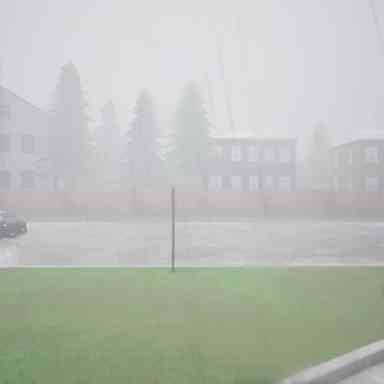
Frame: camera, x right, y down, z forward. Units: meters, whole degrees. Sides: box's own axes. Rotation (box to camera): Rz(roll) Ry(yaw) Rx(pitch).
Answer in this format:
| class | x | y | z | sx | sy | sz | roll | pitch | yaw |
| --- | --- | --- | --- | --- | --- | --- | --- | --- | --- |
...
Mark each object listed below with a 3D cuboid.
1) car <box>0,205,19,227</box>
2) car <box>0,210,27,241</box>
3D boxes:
| class | x | y | z | sx | sy | sz | roll | pitch | yaw |
| --- | --- | --- | --- | --- | --- | --- | --- | --- | --- |
| car | -14.121 | 1.561 | 22.161 | 4.181 | 1.385 | 1.994 | 0 | 0 | -3 |
| car | -10.300 | 1.473 | 15.320 | 5.008 | 1.535 | 1.882 | 0 | 0 | -2 |
